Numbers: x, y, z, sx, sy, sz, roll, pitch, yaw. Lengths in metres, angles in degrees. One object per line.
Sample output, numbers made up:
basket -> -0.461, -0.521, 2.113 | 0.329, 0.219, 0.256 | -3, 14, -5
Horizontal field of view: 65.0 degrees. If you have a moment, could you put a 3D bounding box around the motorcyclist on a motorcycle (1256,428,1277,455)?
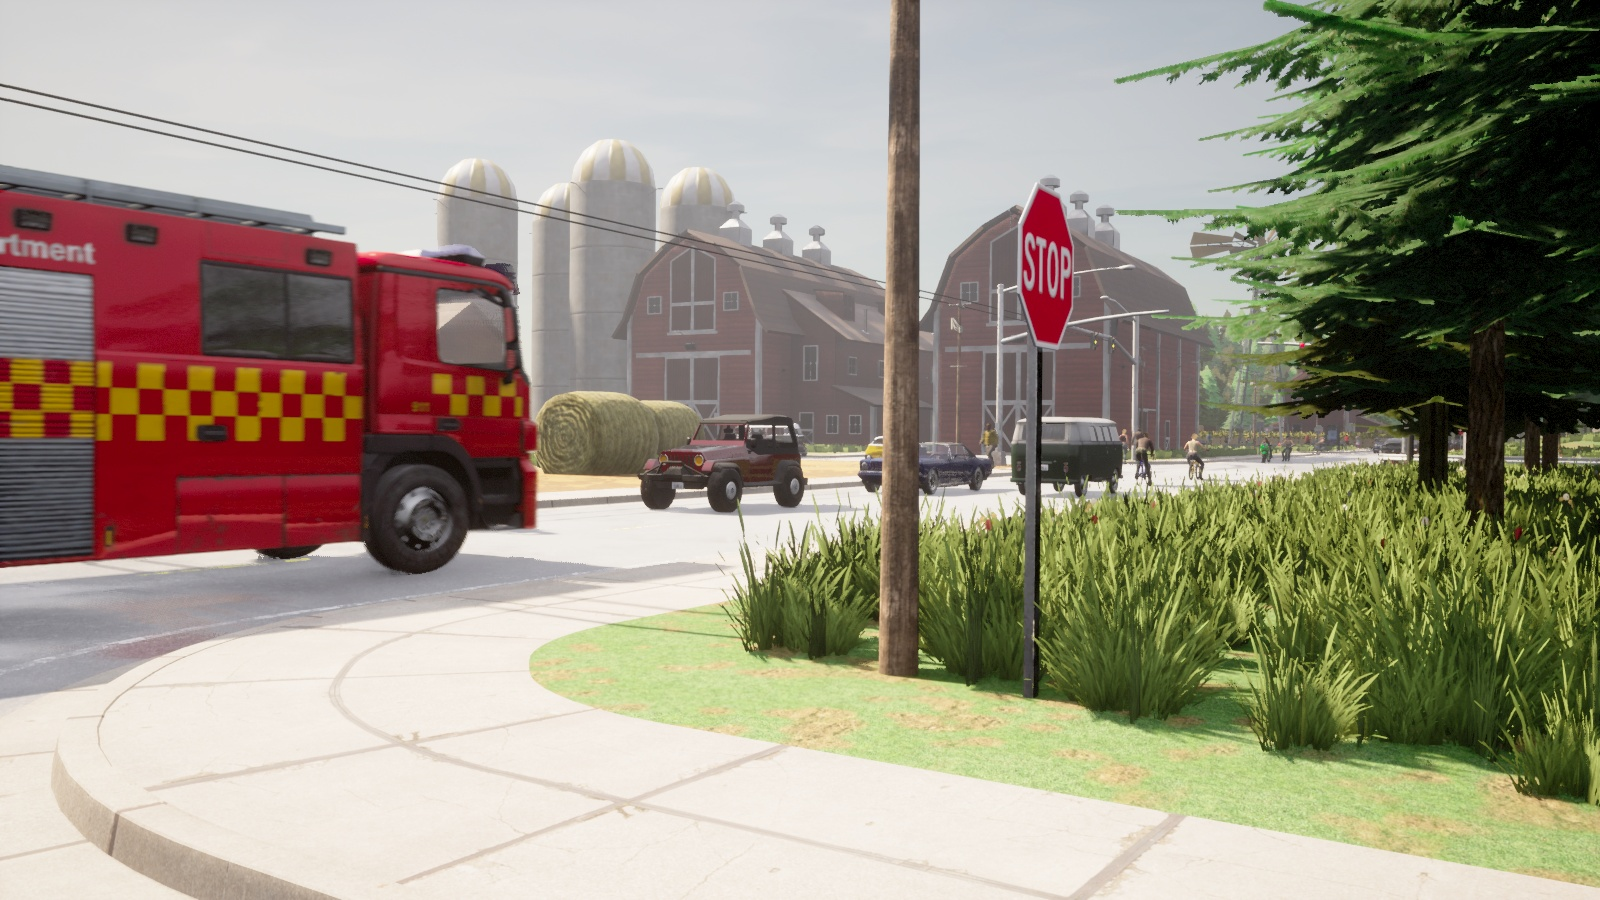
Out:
motorcyclist on a motorcycle -> 26.969, -0.487, 72.584 | 0.797, 1.523, 2.044 | 0, 1, 31

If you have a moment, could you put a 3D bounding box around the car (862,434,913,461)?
car -> 4.517, -0.138, 64.968 | 2.207, 1.376, 1.481 | 0, 1, 30

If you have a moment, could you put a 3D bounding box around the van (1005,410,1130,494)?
van -> 6.932, 0.016, 32.205 | 1.775, 1.987, 4.442 | 0, 1, 31

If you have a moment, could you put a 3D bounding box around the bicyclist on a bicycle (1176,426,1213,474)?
bicyclist on a bicycle -> 13.684, -0.015, 43.524 | 0.866, 1.612, 1.509 | 0, 1, 31

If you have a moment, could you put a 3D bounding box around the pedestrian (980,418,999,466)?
pedestrian -> 7.325, -0.316, 48.596 | 0.370, 1.835, 0.726 | 0, 1, 42

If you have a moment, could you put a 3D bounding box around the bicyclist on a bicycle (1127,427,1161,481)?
bicyclist on a bicycle -> 10.448, 0.104, 38.093 | 0.582, 1.620, 1.656 | 0, 1, 31

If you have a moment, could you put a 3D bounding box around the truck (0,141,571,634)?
truck -> -6.342, -0.509, 12.038 | 2.891, 3.827, 8.468 | 0, 1, 36

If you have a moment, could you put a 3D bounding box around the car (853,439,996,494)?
car -> 3.359, 0.385, 33.049 | 1.895, 1.301, 4.718 | 0, 1, 31

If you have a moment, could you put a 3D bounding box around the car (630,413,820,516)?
car -> -1.407, 0.233, 25.069 | 1.905, 1.878, 3.866 | 0, 1, 31
